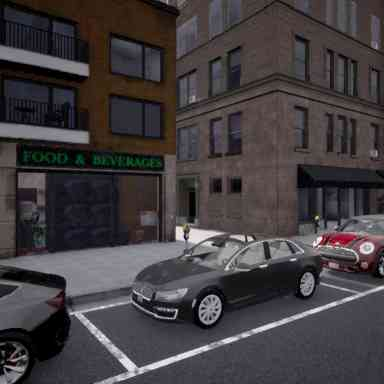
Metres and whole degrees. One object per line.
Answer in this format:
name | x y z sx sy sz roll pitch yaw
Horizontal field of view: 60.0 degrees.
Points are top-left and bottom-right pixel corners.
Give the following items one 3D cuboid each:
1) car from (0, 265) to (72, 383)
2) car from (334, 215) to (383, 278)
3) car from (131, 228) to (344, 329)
car | -3.585 1.566 3.635 4.313 1.339 1.947 0 0 -35
car | 5.406 1.442 10.037 4.097 1.590 1.967 0 0 -35
car | 0.910 1.551 6.836 4.403 1.369 2.008 0 0 -35
